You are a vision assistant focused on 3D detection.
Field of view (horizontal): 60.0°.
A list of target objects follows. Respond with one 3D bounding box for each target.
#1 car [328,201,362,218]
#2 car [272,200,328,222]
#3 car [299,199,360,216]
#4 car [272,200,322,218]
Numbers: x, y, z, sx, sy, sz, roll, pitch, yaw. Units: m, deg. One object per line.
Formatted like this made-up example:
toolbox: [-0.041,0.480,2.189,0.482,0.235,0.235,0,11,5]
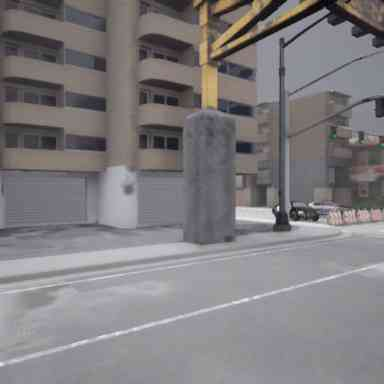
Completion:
car: [11.799,1.442,28.584,4.974,1.542,2.038,0,0,34]
car: [8.225,1.443,26.434,2.038,1.542,4.974,0,0,-11]
car: [11.756,1.284,28.613,4.536,1.218,1.853,0,0,34]
car: [8.215,1.286,26.485,1.853,1.218,4.536,0,0,-11]
